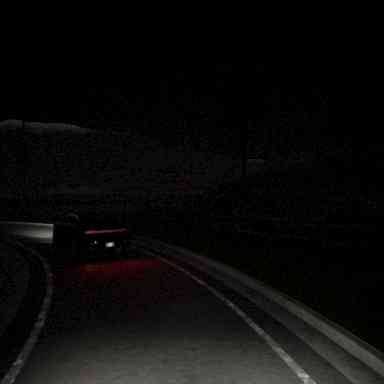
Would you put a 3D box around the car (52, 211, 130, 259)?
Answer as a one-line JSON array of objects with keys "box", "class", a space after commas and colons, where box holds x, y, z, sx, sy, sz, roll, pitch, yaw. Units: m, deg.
[{"box": [-4.018, 1.495, 12.810, 2.128, 1.511, 4.902, 0, 0, -34], "class": "car"}]
